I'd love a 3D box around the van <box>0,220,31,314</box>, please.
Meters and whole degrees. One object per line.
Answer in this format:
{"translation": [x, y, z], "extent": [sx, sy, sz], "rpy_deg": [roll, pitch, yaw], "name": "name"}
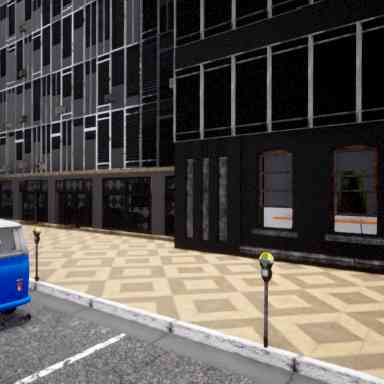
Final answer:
{"translation": [-4.728, 1.340, 6.260], "extent": [3.998, 1.788, 1.690], "rpy_deg": [0, 0, 36], "name": "van"}
